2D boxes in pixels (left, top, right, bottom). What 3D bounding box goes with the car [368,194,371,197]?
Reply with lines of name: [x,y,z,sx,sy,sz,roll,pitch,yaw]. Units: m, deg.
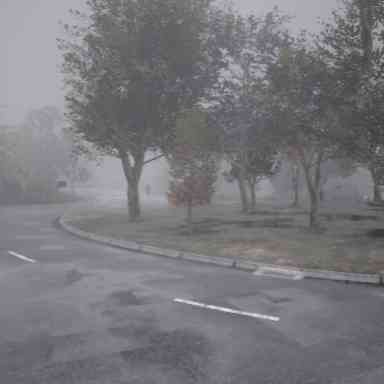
car: [41.354,1.538,83.776,5.366,1.575,1.946,1,0,19]

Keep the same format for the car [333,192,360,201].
car: [34.121,1.232,74.434,4.892,1.521,2.231,1,-1,18]

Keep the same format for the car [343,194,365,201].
car: [39.641,1.344,81.426,4.553,1.767,2.185,1,-1,19]

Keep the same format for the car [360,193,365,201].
car: [35.938,1.059,76.779,5.566,2.045,2.435,1,-1,18]

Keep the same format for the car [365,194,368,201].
car: [37.846,1.140,79.095,5.566,2.045,2.435,1,-1,18]
